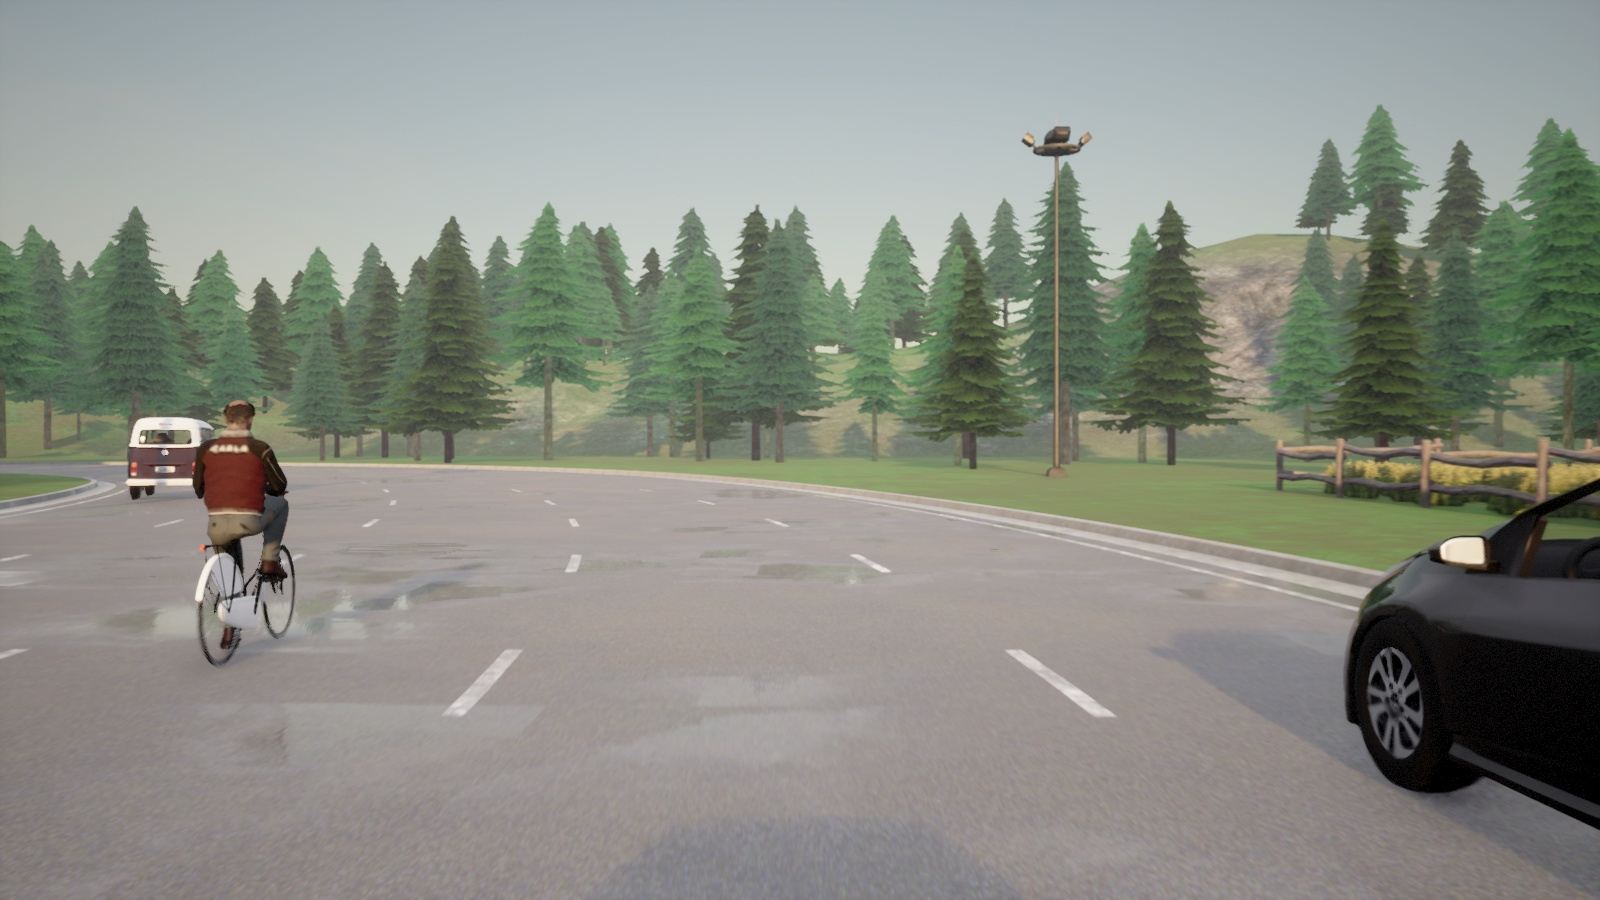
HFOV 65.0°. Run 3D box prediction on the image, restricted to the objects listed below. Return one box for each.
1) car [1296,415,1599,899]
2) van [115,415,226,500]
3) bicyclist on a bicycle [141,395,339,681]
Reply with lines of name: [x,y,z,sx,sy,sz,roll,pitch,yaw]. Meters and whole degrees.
car: [3.462,0.656,3.875,2.007,1.525,4.514,0,1,-1]
van: [-16.230,0.160,32.608,2.069,2.038,4.480,0,1,-20]
bicyclist on a bicycle: [-3.827,0.533,8.750,0.659,1.776,1.843,0,1,-4]
